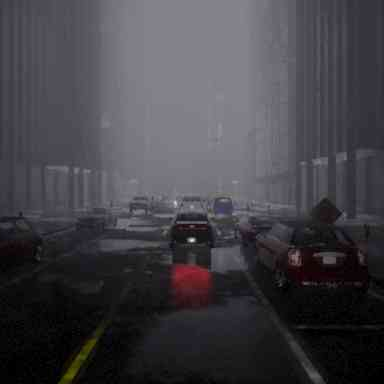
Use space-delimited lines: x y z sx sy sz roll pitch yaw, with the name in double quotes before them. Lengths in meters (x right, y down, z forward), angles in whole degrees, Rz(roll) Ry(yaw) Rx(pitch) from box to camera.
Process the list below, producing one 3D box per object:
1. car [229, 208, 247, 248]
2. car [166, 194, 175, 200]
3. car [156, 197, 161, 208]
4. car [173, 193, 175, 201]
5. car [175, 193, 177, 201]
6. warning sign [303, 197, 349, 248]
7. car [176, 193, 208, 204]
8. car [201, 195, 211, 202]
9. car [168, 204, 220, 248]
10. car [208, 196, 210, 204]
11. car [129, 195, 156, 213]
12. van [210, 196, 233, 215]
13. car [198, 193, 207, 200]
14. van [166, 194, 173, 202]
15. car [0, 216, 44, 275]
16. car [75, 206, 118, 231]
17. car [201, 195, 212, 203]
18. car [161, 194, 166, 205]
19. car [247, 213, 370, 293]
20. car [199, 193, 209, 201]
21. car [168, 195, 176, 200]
"car" 2.858 1.581 14.492 1.802 1.307 4.206 0 0 0
"car" -5.668 1.356 87.823 1.967 1.590 4.097 0 0 0
"car" -5.666 1.284 42.714 2.192 1.841 5.009 0 0 0
"car" -5.667 1.481 76.545 1.947 1.339 4.313 0 0 0
"car" -3.001 1.391 76.726 1.812 1.442 4.674 0 0 0
"warning sign" 5.066 1.115 12.650 1.300 1.860 1.060 0 0 0
"car" 0.000 1.248 29.679 2.150 2.045 5.566 0 0 0
"car" 2.859 1.359 70.891 1.967 1.590 4.097 0 0 0
"car" 0.000 1.516 14.650 1.837 1.490 4.892 0 0 0
"car" 2.860 1.504 37.223 1.752 1.417 4.829 0 0 0
"car" -5.666 1.294 37.073 2.192 1.841 5.009 0 0 0
"van" 2.859 1.329 31.411 1.690 1.788 3.998 0 0 0
"car" 2.858 1.230 87.809 2.192 1.841 5.009 0 0 0
"van" -5.666 1.260 70.906 1.690 1.788 3.998 0 0 0
"car" -5.668 1.440 8.876 1.967 1.590 4.097 0 0 0
"car" -5.667 1.548 20.154 2.008 1.369 4.403 0 0 0
"car" 2.859 1.365 65.253 1.967 1.590 4.097 0 0 0
"car" -5.667 1.471 53.782 1.752 1.417 4.829 0 0 1
"car" 2.858 1.440 8.851 1.967 1.590 4.097 0 0 0
"car" 2.858 1.230 82.171 2.192 1.841 5.009 0 0 0
"car" -5.668 1.462 93.462 1.887 1.381 4.507 0 0 0
